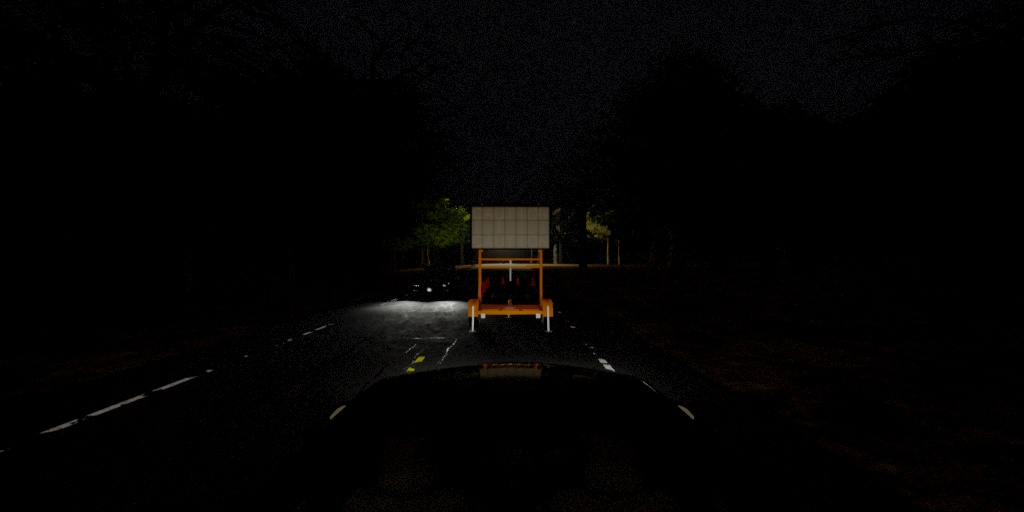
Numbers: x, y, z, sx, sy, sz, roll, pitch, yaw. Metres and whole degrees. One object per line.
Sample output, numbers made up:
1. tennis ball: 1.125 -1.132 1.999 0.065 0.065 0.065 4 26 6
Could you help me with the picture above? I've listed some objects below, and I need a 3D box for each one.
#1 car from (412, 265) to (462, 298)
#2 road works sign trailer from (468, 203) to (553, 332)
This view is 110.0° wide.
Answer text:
1. car: -3.680 1.243 18.315 1.837 1.490 4.892 0 0 0
2. road works sign trailer: -0.043 0.213 10.839 2.380 3.560 2.880 0 0 0
